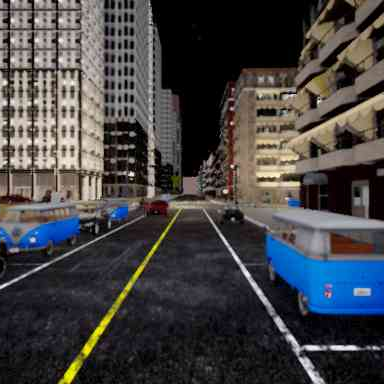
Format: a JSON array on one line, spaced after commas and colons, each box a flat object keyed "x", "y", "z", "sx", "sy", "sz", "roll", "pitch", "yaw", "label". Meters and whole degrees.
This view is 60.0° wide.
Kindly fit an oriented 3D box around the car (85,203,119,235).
[{"x": -5.686, "y": 1.549, "z": 18.406, "sx": 2.008, "sy": 1.369, "sz": 4.403, "roll": 0, "pitch": 0, "yaw": 0, "label": "car"}]

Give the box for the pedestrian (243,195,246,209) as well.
[{"x": 7.146, "y": 1.309, "z": 45.131, "sx": 0.375, "sy": 1.860, "sz": 0.375, "roll": 0, "pitch": 0, "yaw": 0, "label": "pedestrian"}]

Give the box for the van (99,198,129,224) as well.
[{"x": -5.685, "y": 1.339, "z": 24.054, "sx": 1.690, "sy": 1.788, "sz": 3.998, "roll": 0, "pitch": 0, "yaw": 0, "label": "van"}]

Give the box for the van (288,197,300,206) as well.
[{"x": 16.943, "y": 1.706, "z": 51.727, "sx": 3.998, "sy": 1.788, "sz": 1.690, "roll": 1, "pitch": -1, "yaw": 0, "label": "van"}]

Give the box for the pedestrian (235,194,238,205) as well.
[{"x": 6.147, "y": 1.144, "z": 46.332, "sx": 0.375, "sy": 1.860, "sz": 0.375, "roll": 0, "pitch": 0, "yaw": 0, "label": "pedestrian"}]

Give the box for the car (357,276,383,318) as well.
[{"x": 2.690, "y": 1.581, "z": 1.458, "sx": 1.802, "sy": 1.307, "sz": 4.206, "roll": 0, "pitch": 0, "yaw": 0, "label": "car"}]

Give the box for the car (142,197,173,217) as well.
[{"x": -3.081, "y": 1.477, "z": 30.998, "sx": 1.882, "sy": 1.535, "sz": 5.008, "roll": 0, "pitch": 0, "yaw": 0, "label": "car"}]

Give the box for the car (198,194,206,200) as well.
[{"x": 2.712, "y": 1.343, "z": 90.127, "sx": 2.192, "sy": 1.841, "sz": 5.009, "roll": 0, "pitch": 0, "yaw": 0, "label": "car"}]

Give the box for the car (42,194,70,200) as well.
[{"x": -21.118, "y": 1.074, "z": 51.786, "sx": 4.097, "sy": 1.590, "sz": 1.967, "roll": 1, "pitch": -1, "yaw": 0, "label": "car"}]

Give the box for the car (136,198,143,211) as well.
[{"x": -5.681, "y": 1.442, "z": 41.000, "sx": 1.967, "sy": 1.590, "sz": 4.097, "roll": 0, "pitch": 0, "yaw": 0, "label": "car"}]

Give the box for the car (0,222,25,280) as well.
[{"x": -5.689, "y": 1.565, "z": 7.108, "sx": 1.947, "sy": 1.339, "sz": 4.313, "roll": 0, "pitch": 0, "yaw": 0, "label": "car"}]

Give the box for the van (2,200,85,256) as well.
[{"x": -5.688, "y": 1.339, "z": 12.757, "sx": 1.690, "sy": 1.788, "sz": 3.998, "roll": 0, "pitch": 0, "yaw": 0, "label": "van"}]

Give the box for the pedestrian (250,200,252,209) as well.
[{"x": 8.146, "y": 1.614, "z": 45.731, "sx": 0.375, "sy": 1.300, "sz": 0.375, "roll": 0, "pitch": 0, "yaw": 0, "label": "pedestrian"}]

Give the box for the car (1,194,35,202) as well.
[{"x": -26.695, "y": 1.109, "z": 51.772, "sx": 4.206, "sy": 1.307, "sz": 1.802, "roll": 1, "pitch": -1, "yaw": 0, "label": "car"}]

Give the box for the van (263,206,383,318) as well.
[{"x": 2.691, "y": 1.339, "z": 7.106, "sx": 1.690, "sy": 1.788, "sz": 3.998, "roll": 0, "pitch": 0, "yaw": 0, "label": "van"}]

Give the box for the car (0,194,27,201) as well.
[{"x": -32.348, "y": 0.990, "z": 60.141, "sx": 4.206, "sy": 1.307, "sz": 1.802, "roll": 1, "pitch": -1, "yaw": 0, "label": "car"}]

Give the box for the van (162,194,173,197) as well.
[{"x": -5.673, "y": 1.357, "z": 73.474, "sx": 1.690, "sy": 1.788, "sz": 3.998, "roll": 0, "pitch": 0, "yaw": 0, "label": "van"}]

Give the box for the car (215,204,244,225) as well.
[{"x": 2.696, "y": 1.549, "z": 24.052, "sx": 2.008, "sy": 1.369, "sz": 4.403, "roll": 0, "pitch": 0, "yaw": 0, "label": "car"}]
